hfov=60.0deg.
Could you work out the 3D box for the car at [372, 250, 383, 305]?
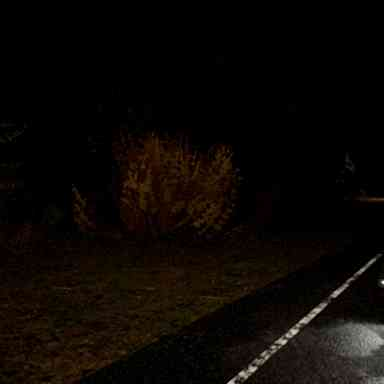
[{"bbox_3d":[5.535,1.532,7.509,2.033,1.411,5.357,0,0,38],"label":"car"}]
